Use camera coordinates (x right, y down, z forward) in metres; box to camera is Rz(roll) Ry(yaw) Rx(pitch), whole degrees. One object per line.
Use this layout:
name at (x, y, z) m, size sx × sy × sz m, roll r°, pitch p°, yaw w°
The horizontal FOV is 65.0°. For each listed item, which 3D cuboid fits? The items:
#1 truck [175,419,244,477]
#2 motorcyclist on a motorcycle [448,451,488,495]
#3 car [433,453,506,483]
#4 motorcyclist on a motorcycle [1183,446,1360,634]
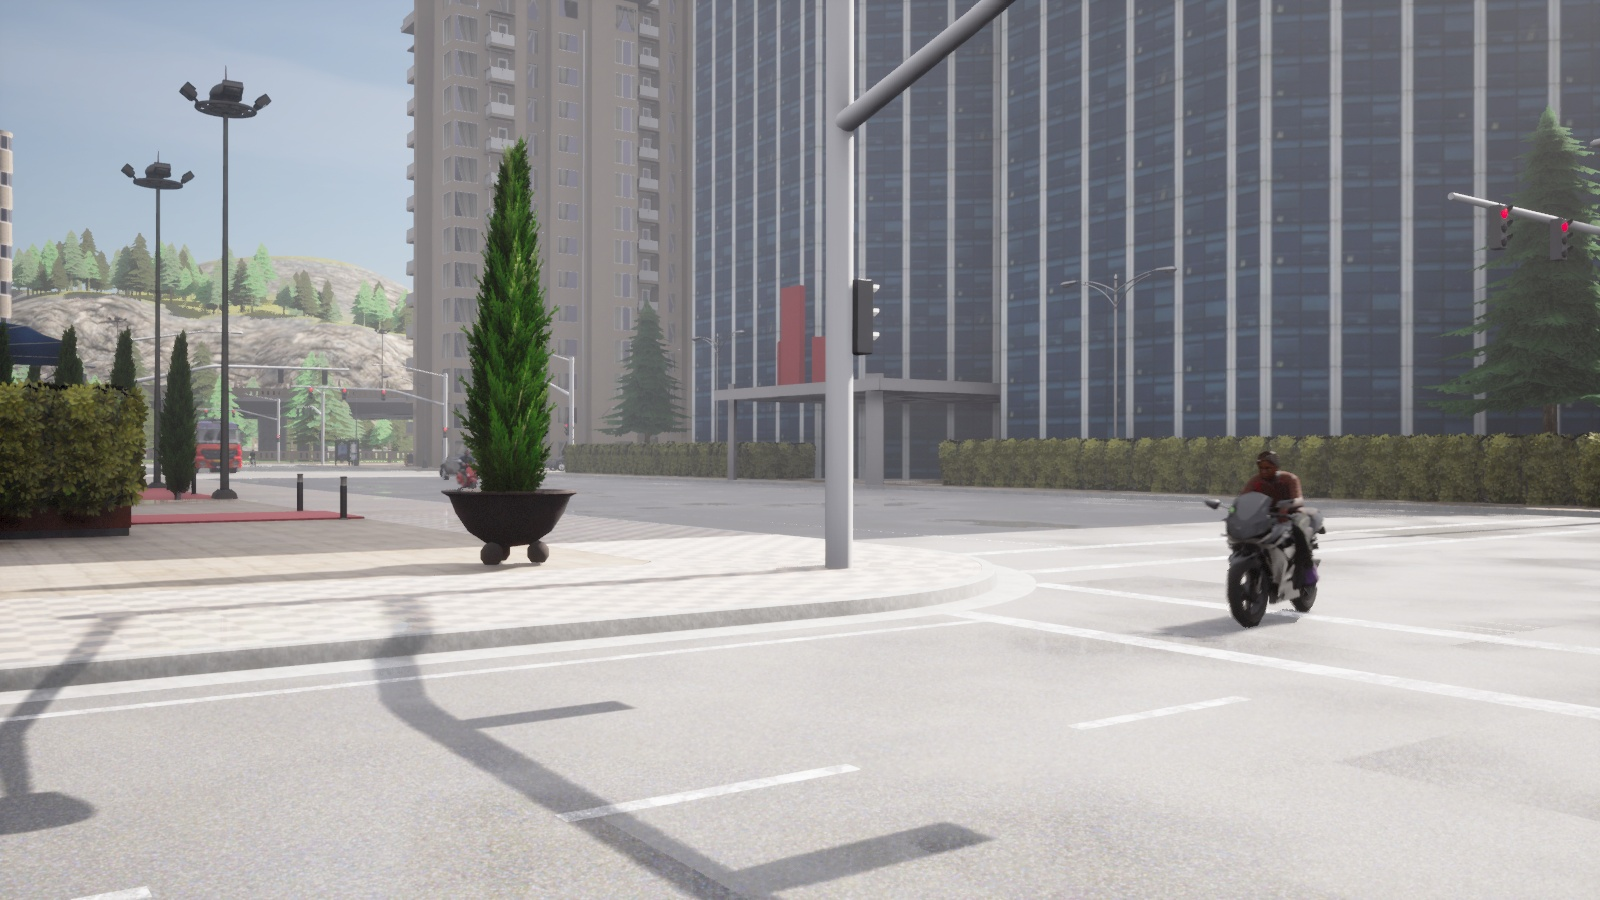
truck at (-41.274, -0.118, 87.608) m, size 2.891 × 3.827 × 8.468 m, roll 0°, pitch 0°, yaw -35°
motorcyclist on a motorcycle at (-12.328, 0.838, 46.606) m, size 0.866 × 1.590 × 1.817 m, roll 0°, pitch 0°, yaw -35°
car at (-17.353, 0.899, 65.862) m, size 2.128 × 1.511 × 4.902 m, roll 0°, pitch 0°, yaw -35°
motorcyclist on a motorcycle at (4.262, 0.745, 11.256) m, size 0.797 × 1.523 × 2.044 m, roll -2°, pitch -2°, yaw 40°
